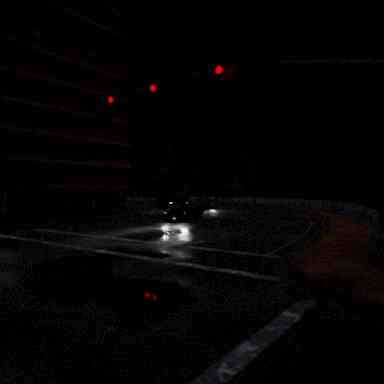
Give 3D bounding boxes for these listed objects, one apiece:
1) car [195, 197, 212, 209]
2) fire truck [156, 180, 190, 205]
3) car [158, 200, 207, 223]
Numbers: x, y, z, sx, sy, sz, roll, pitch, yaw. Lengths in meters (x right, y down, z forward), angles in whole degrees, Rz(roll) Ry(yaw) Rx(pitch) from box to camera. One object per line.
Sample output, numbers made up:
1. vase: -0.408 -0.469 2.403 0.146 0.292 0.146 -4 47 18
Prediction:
1. car: 1.311 1.389 42.367 1.882 1.535 5.008 -1 0 -7
2. fire truck: -2.959 0.299 47.657 2.891 3.827 8.468 -1 0 -18
3. car: -0.574 1.541 25.283 1.895 1.301 4.718 -1 0 18
